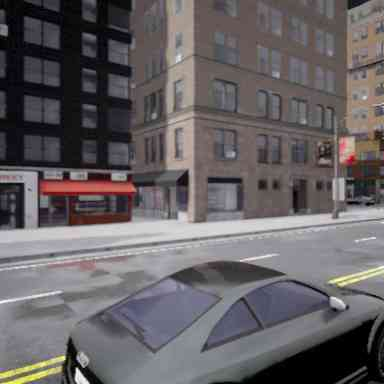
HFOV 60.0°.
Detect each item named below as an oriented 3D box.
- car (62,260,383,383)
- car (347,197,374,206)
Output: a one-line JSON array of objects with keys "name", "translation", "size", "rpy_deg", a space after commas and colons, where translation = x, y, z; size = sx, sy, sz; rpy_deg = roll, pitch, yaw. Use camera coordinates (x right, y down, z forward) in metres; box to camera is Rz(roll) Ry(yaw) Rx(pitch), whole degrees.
[{"name": "car", "translation": [0.716, 1.549, 3.951], "size": [4.181, 1.385, 1.994], "rpy_deg": [0, 0, -36]}, {"name": "car", "translation": [23.766, 1.323, 47.704], "size": [1.947, 1.339, 4.313], "rpy_deg": [0, 0, -35]}]
